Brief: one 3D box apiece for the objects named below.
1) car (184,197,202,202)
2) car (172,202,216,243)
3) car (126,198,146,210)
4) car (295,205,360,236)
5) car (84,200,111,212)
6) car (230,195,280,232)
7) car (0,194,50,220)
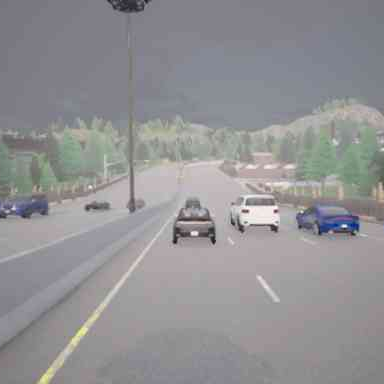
[{"bbox_3d":[0.102,1.406,39.754,1.837,1.490,4.892,0,0,0],"label":"car"},{"bbox_3d":[0.102,1.454,15.782,2.128,1.511,4.902,0,0,0],"label":"car"},{"bbox_3d":[-7.056,1.439,42.474,2.033,1.411,5.357,0,0,1],"label":"car"},{"bbox_3d":[7.101,1.436,17.990,1.882,1.535,5.008,0,0,0],"label":"car"},{"bbox_3d":[-10.565,1.510,37.365,1.895,1.301,4.718,0,0,0],"label":"car"},{"bbox_3d":[3.601,1.174,19.852,2.150,2.045,5.566,0,0,0],"label":"car"},{"bbox_3d":[-14.082,1.156,28.179,2.150,2.045,5.566,0,0,0],"label":"car"}]
